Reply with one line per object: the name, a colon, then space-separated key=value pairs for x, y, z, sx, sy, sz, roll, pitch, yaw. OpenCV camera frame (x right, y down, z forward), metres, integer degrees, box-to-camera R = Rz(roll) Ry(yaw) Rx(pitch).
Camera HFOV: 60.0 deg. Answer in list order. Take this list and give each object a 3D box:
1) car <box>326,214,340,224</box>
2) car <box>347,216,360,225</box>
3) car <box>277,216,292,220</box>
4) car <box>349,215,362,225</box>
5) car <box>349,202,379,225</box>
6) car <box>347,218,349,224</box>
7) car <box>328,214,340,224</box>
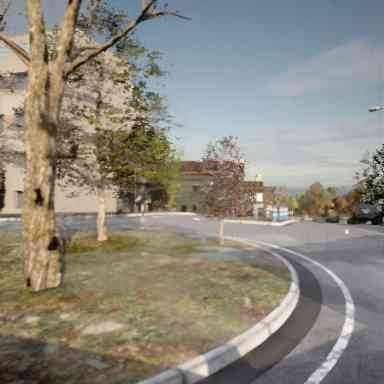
car: x=22.689 y=4.405 z=53.482 sx=1.837 sy=1.490 sz=4.892 roll=0 pitch=-5 yaw=25
car: x=29.874 y=5.324 z=61.628 sx=1.882 sy=1.535 sz=5.008 roll=0 pitch=-5 yaw=24
car: x=23.713 y=7.325 z=89.924 sx=4.892 sy=1.521 sz=2.231 roll=1 pitch=-5 yaw=4
car: x=25.742 y=4.478 z=52.469 sx=1.812 sy=1.442 sz=4.674 roll=0 pitch=-5 yaw=24
car: x=16.530 y=2.131 z=31.936 sx=2.150 sy=2.045 sz=5.566 roll=0 pitch=-5 yaw=24
car: x=21.544 y=3.509 z=43.094 sx=2.128 sy=1.511 sz=4.902 roll=0 pitch=-5 yaw=25
car: x=26.904 y=5.200 z=62.945 sx=2.097 sy=1.767 sz=4.553 roll=0 pitch=-5 yaw=24
